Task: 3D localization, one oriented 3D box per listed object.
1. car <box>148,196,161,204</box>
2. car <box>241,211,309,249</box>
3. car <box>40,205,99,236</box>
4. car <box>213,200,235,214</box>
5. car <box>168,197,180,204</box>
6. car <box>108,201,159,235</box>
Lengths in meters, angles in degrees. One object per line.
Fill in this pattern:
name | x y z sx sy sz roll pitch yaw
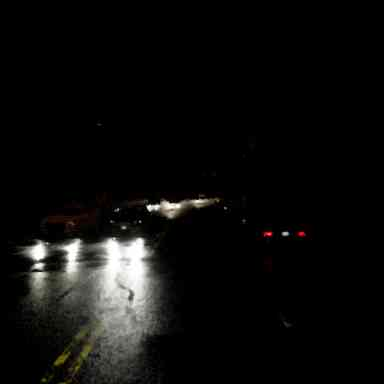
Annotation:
car | -6.558 1.482 58.700 2.128 1.511 4.902 0 0 1
car | 3.349 1.545 14.413 2.033 1.411 5.357 0 0 0
car | -6.603 1.475 18.440 1.882 1.535 5.008 0 0 0
car | 3.348 1.558 35.351 1.994 1.385 4.181 0 0 0
car | -3.292 1.590 60.872 1.895 1.301 4.718 0 0 1
car | -3.351 1.488 18.816 2.128 1.511 4.902 0 0 0
